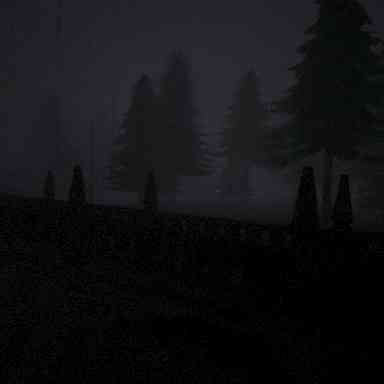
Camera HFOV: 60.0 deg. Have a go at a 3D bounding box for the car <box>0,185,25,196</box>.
[{"bbox_3d":[-20.720,-0.002,36.103,2.128,1.511,4.902,3,2,37],"label":"car"}]

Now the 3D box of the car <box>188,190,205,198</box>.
[{"bbox_3d":[0.404,0.324,58.151,1.895,1.301,4.718,3,2,37],"label":"car"}]
